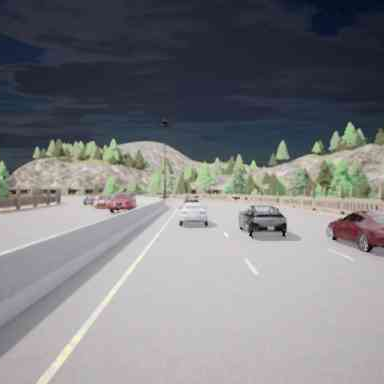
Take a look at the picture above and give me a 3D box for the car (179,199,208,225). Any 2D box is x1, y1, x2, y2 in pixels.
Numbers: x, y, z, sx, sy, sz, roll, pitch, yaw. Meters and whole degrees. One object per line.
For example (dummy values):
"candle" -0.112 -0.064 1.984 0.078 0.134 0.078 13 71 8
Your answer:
"car" 0.100 1.446 23.004 1.812 1.442 4.674 0 0 0

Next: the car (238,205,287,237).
"car" 3.600 1.427 17.570 2.128 1.511 4.902 0 0 0

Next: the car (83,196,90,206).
"car" -15.665 1.382 51.384 2.128 1.511 4.902 0 0 -10

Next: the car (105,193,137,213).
"car" -7.158 1.115 35.132 2.150 2.045 5.566 0 0 -1

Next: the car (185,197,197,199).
"car" -0.166 1.377 40.761 2.128 1.511 4.902 0 0 -3

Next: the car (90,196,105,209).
"car" -10.967 1.239 41.853 2.097 1.767 4.553 0 0 -4

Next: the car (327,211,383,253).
"car" 7.099 1.474 13.352 1.812 1.442 4.674 0 0 0

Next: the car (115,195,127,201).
"car" -16.215 1.289 75.700 1.994 1.385 4.181 0 0 -24
